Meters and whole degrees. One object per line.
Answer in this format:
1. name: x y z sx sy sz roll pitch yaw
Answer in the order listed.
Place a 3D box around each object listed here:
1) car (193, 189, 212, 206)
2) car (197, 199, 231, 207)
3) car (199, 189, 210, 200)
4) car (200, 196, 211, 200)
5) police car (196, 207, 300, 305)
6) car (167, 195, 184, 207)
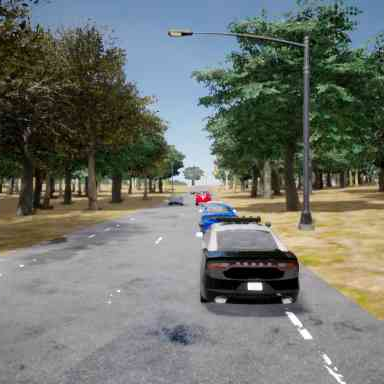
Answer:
1. car: 1.624 0.805 46.168 2.150 2.045 5.566 0 1 3
2. car: 1.408 1.401 18.132 1.882 1.535 5.008 0 1 2
3. car: 2.500 0.466 67.364 2.150 2.045 5.566 0 1 3
4. car: 1.673 1.315 24.300 1.801 1.575 5.366 0 1 3
5. police car: 1.129 1.409 8.303 1.930 1.638 5.238 0 0 1
6. car: -2.098 1.164 44.069 2.033 1.411 5.357 0 1 3
